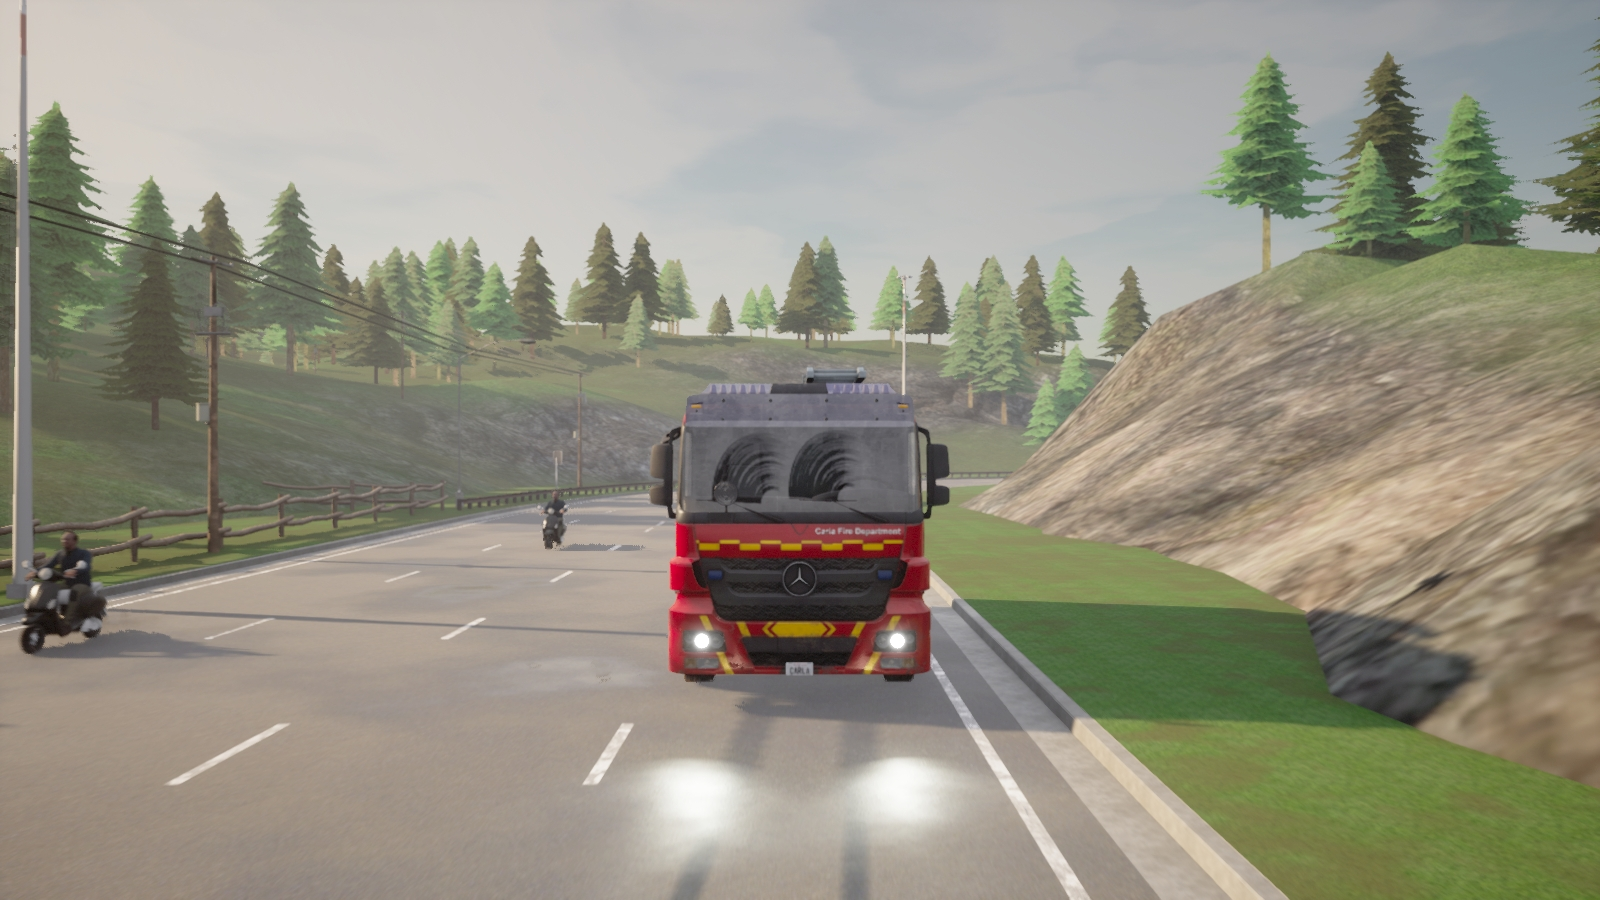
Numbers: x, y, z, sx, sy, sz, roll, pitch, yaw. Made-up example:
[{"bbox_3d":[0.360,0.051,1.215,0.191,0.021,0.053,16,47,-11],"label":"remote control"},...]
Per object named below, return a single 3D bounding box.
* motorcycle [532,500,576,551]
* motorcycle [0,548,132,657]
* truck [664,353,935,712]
[{"bbox_3d":[-6.937,2.120,32.323,0.856,1.316,1.805,0,0,1],"label":"motorcycle"},{"bbox_3d":[-10.496,2.130,16.316,0.856,1.316,1.805,0,0,0],"label":"motorcycle"},{"bbox_3d":[-0.007,0.879,16.413,2.891,3.827,8.468,0,0,0],"label":"truck"}]
